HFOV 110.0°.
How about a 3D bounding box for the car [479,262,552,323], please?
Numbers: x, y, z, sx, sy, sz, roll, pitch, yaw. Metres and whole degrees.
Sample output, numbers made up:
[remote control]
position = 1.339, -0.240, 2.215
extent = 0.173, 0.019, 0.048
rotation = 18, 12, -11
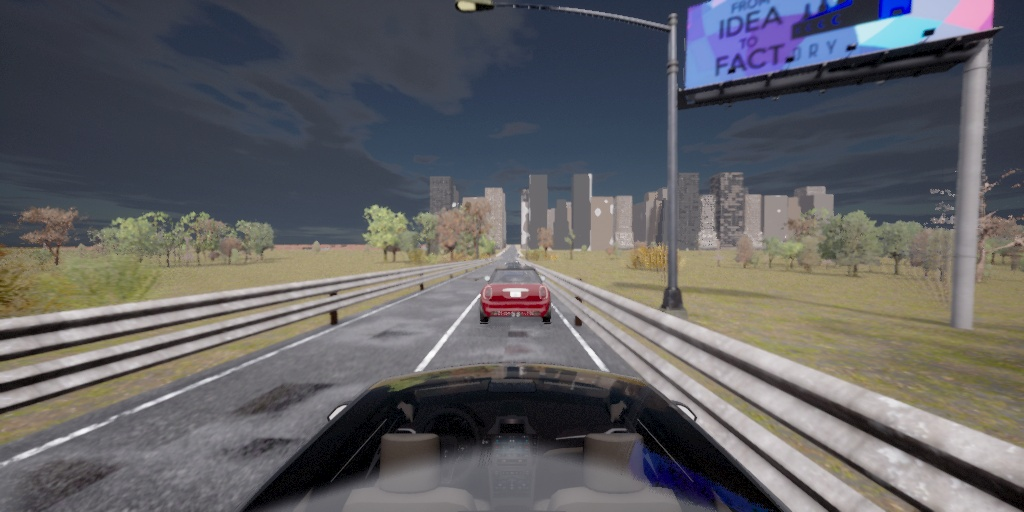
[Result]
[car]
position = 0.102, 1.085, 12.156
extent = 2.097, 1.767, 4.553
rotation = 0, 0, 0
